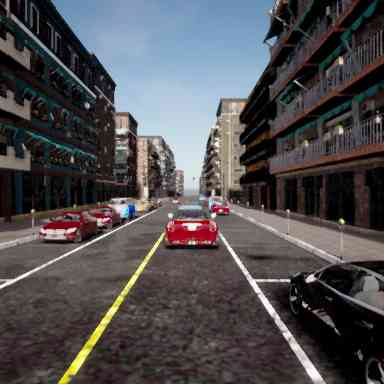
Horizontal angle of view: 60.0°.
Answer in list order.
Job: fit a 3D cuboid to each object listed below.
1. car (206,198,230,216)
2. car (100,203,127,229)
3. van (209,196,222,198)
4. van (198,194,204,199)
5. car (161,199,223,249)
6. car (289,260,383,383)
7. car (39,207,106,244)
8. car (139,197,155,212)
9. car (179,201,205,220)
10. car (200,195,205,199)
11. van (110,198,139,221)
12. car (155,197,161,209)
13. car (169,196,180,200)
[{"bbox_3d":[2.685,1.565,32.800,1.887,1.381,4.507,0,0,0],"label":"car"},{"bbox_3d":[-5.695,1.588,21.502,1.802,1.307,4.206,0,0,0],"label":"car"},{"bbox_3d":[2.683,1.370,38.461,1.690,1.788,3.998,0,0,0],"label":"van"},{"bbox_3d":[2.811,1.547,93.344,1.690,1.788,3.998,-1,0,0],"label":"van"},{"bbox_3d":[0.000,1.368,14.621,2.097,1.767,4.553,0,0,0],"label":"car"},{"bbox_3d":[2.686,1.562,4.490,1.947,1.339,4.313,0,0,0],"label":"car"},{"bbox_3d":[-5.694,1.583,15.841,1.802,1.307,4.206,0,0,0],"label":"car"},{"bbox_3d":[-5.695,1.554,38.317,1.752,1.417,4.829,0,0,0],"label":"car"},{"bbox_3d":[0.000,1.580,29.652,2.033,1.411,5.357,0,0,0],"label":"car"},{"bbox_3d":[2.792,1.649,55.442,1.802,1.307,4.206,0,0,0],"label":"car"},{"bbox_3d":[-5.696,1.354,27.165,1.690,1.788,3.998,0,0,0],"label":"van"},{"bbox_3d":[-5.695,1.606,44.149,1.947,1.339,4.313,0,0,0],"label":"car"},{"bbox_3d":[-2.999,1.649,62.653,1.812,1.442,4.674,0,0,0],"label":"car"}]
